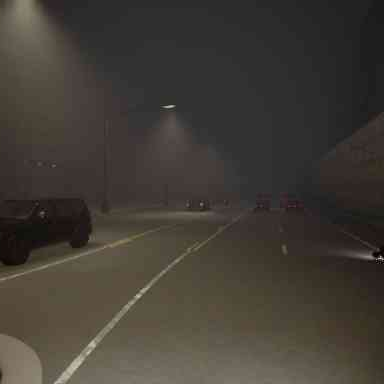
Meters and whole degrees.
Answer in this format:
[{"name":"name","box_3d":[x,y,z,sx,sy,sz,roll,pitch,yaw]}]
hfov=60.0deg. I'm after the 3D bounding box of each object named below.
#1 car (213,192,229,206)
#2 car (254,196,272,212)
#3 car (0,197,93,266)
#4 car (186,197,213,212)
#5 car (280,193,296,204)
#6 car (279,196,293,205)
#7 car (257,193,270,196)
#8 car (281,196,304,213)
[{"name":"car","box_3d":[4.826,1.031,54.909,2.150,2.045,5.566,0,0,14]},{"name":"car","box_3d":[8.151,1.547,38.604,2.033,1.411,5.357,0,0,14]},{"name":"car","box_3d":[-5.800,1.221,12.034,2.150,2.045,5.566,0,0,15]},{"name":"car","box_3d":[0.744,1.351,38.561,2.097,1.767,4.553,0,0,14]},{"name":"car","box_3d":[13.961,1.221,48.051,2.150,2.045,5.566,0,0,14]},{"name":"car","box_3d":[16.416,1.491,58.118,2.128,1.511,4.902,0,0,14]},{"name":"car","box_3d":[10.561,1.221,48.880,2.150,2.045,5.566,0,0,14]},{"name":"car","box_3d":[11.540,1.547,37.679,2.033,1.411,5.357,0,0,14]}]
